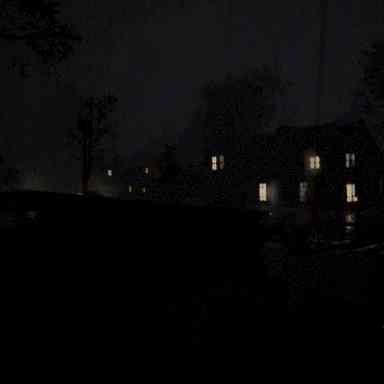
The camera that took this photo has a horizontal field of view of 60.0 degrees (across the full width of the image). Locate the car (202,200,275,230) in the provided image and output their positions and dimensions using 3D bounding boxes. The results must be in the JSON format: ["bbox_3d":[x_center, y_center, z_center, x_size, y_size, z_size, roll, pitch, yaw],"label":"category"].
[{"bbox_3d":[2.105,1.143,17.899,1.895,1.301,4.718,-2,3,-36],"label":"car"}]

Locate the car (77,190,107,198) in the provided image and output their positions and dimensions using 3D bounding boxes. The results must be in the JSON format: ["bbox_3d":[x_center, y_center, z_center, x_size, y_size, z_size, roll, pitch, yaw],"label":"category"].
[{"bbox_3d":[-10.924,0.508,35.909,2.033,1.411,5.357,-2,2,-36],"label":"car"}]
